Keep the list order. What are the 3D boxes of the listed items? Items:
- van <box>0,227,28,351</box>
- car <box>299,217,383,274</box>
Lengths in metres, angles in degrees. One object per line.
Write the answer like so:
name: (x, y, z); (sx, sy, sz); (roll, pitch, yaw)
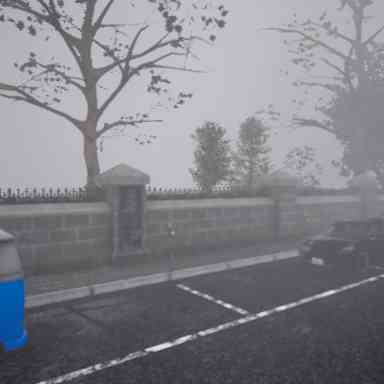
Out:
van: (-4.007, 1.351, 3.701); (3.998, 1.788, 1.690); (-1, 0, -36)
car: (5.161, 1.485, 10.243); (4.313, 1.339, 1.947); (-1, 0, -36)
